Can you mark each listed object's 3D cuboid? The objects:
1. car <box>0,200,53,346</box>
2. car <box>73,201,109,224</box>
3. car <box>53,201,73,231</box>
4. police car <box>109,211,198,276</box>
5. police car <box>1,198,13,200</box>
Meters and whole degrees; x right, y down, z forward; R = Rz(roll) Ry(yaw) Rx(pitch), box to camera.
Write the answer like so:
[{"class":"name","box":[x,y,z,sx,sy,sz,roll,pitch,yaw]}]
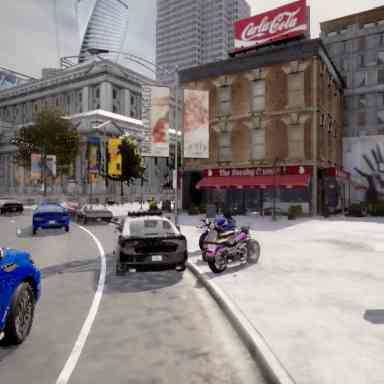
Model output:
[{"class":"car","box":[-3.414,1.221,3.122,2.150,2.045,5.566,0,0,-4]},{"class":"car","box":[-7.348,1.590,24.614,1.895,1.301,4.718,0,0,-28]},{"class":"car","box":[-8.561,1.471,19.952,1.882,1.535,5.008,0,0,-26]},{"class":"police car","box":[-1.526,1.424,10.675,1.930,1.638,5.238,0,0,-15]},{"class":"police car","box":[-18.777,1.409,33.644,1.930,1.638,5.238,0,0,-44]}]
